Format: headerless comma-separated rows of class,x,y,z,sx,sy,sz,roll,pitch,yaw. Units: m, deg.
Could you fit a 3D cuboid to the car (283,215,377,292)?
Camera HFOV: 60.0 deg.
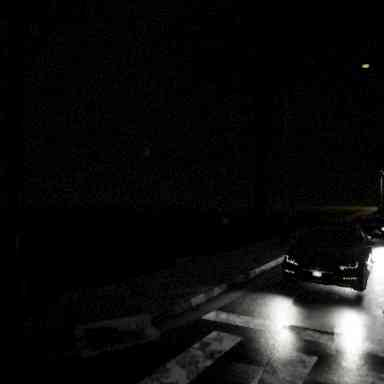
car,4.091,1.638,9.596,1.837,1.490,4.892,0,-1,31

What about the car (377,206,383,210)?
car,17.357,1.979,29.625,1.837,1.490,4.892,0,-1,34

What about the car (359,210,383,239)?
car,9.747,1.878,18.099,1.895,1.301,4.718,0,-1,33
